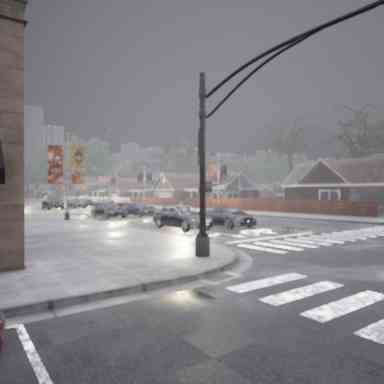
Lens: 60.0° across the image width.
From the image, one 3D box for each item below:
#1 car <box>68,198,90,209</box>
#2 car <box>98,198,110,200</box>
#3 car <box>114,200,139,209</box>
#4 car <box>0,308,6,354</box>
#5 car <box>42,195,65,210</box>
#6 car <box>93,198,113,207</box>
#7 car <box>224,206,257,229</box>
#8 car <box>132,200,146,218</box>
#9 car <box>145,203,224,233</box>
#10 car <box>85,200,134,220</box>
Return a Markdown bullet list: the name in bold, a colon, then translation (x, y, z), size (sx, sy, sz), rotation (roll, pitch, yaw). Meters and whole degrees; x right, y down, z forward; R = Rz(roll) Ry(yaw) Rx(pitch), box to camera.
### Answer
- **car**: translation (-17.458, 1.793, 50.106), size (1.837, 1.490, 4.892), rotation (0, -1, -35)
- **car**: translation (-12.773, 1.782, 49.190), size (1.812, 1.442, 4.674), rotation (0, 0, -35)
- **car**: translation (-10.070, 1.851, 50.979), size (1.895, 1.301, 4.718), rotation (0, 0, -35)
- **car**: translation (-4.199, 1.584, 3.196), size (4.206, 1.307, 1.802), rotation (0, 0, -35)
- **car**: translation (-20.272, 1.497, 48.459), size (2.150, 2.045, 5.566), rotation (0, 0, -35)
- **car**: translation (-15.843, 1.784, 59.062), size (1.882, 1.535, 5.008), rotation (0, 0, -35)
- **car**: translation (2.314, 1.640, 22.134), size (1.994, 1.385, 4.181), rotation (0, 0, -36)
- **car**: translation (-5.018, 1.702, 32.446), size (2.033, 1.411, 5.357), rotation (0, 0, -35)
- **car**: translation (-0.621, 1.576, 20.633), size (2.128, 1.511, 4.902), rotation (0, 0, -37)
- **car**: translation (-7.700, 1.707, 30.611), size (2.033, 1.411, 5.357), rotation (0, 0, -35)
